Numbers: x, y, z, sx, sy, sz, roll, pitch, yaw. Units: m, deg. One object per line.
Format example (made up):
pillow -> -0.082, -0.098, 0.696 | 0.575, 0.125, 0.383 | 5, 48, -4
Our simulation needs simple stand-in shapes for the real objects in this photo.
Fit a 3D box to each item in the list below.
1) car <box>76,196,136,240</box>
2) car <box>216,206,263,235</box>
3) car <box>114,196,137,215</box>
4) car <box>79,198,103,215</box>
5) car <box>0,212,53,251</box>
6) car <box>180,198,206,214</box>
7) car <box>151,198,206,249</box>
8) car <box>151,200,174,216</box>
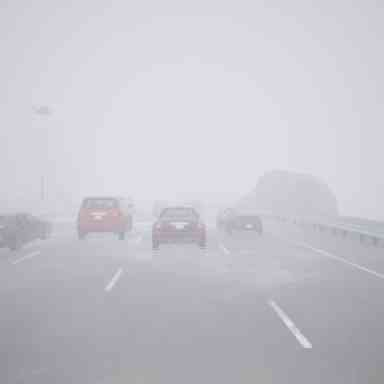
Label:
car -> -4.341, 1.197, 17.186 | 2.150, 2.045, 5.566 | 0, 0, -5
car -> 2.546, 1.486, 18.443 | 1.812, 1.442, 4.674 | 0, 0, -6
car -> -6.813, 1.299, 34.184 | 2.097, 1.767, 4.553 | 0, 0, -11
car -> -10.439, 1.457, 34.592 | 1.837, 1.490, 4.892 | 0, 0, -11
car -> -7.539, 1.534, 13.846 | 2.033, 1.411, 5.357 | 0, 0, -5
car -> 0.007, 1.410, 35.834 | 1.882, 1.535, 5.008 | 0, 0, -11
car -> -0.636, 1.325, 14.584 | 2.097, 1.767, 4.553 | 0, 0, -4
car -> -2.974, 1.544, 32.861 | 1.895, 1.301, 4.718 | 0, 0, -10
